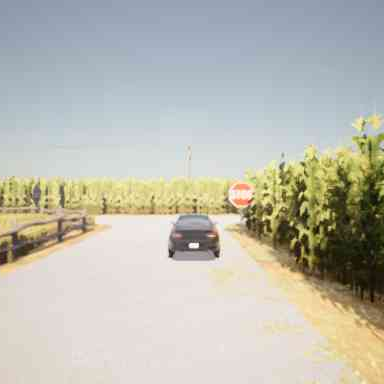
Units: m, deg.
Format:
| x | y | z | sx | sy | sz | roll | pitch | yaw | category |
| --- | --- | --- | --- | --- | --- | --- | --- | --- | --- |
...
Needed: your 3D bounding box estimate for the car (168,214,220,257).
| x | y | z | sx | sy | sz | roll | pitch | yaw | category |
| --- | --- | --- | --- | --- | --- | --- | --- | --- | --- |
| 0.082 | 1.568 | 13.028 | 1.812 | 1.442 | 4.674 | 0 | 0 | 0 | car |
